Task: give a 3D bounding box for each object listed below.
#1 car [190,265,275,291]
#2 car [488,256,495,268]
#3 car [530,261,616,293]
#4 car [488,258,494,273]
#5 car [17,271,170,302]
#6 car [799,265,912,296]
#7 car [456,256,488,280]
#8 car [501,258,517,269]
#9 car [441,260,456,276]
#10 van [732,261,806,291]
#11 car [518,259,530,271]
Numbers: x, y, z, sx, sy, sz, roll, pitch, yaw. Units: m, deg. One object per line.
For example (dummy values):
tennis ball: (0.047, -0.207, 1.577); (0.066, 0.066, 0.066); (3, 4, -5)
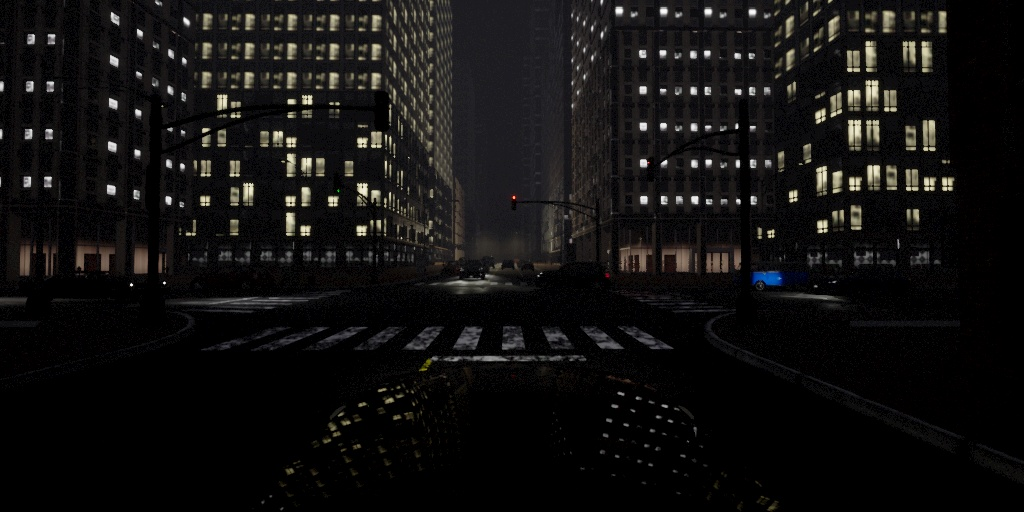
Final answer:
car: (-16.758, 1.255, 21.484); (4.097, 1.591, 1.967); (0, 0, -1)
car: (-3.827, 0.994, 56.927); (2.150, 2.045, 5.566); (0, 0, -1)
car: (3.703, 1.117, 21.150); (4.553, 1.767, 2.097); (0, 0, 26)
car: (-3.641, 1.257, 42.240); (2.128, 1.511, 4.902); (0, 0, -1)
car: (-18.066, 1.301, 15.692); (4.718, 1.301, 1.895); (0, -1, -1)
car: (18.662, 1.350, 19.305); (4.674, 1.442, 1.812); (0, -1, -1)
car: (-3.446, 1.113, 31.745); (2.097, 1.767, 4.553); (0, 0, -2)
car: (-0.636, 1.248, 56.565); (1.882, 1.535, 5.008); (0, 0, -1)
car: (-6.164, 1.203, 37.065); (1.967, 1.591, 4.097); (0, 0, -1)
van: (15.714, 1.210, 21.847); (3.998, 1.789, 1.690); (0, 0, -1)
car: (2.065, 1.350, 48.388); (1.802, 1.307, 4.207); (0, 0, -1)
